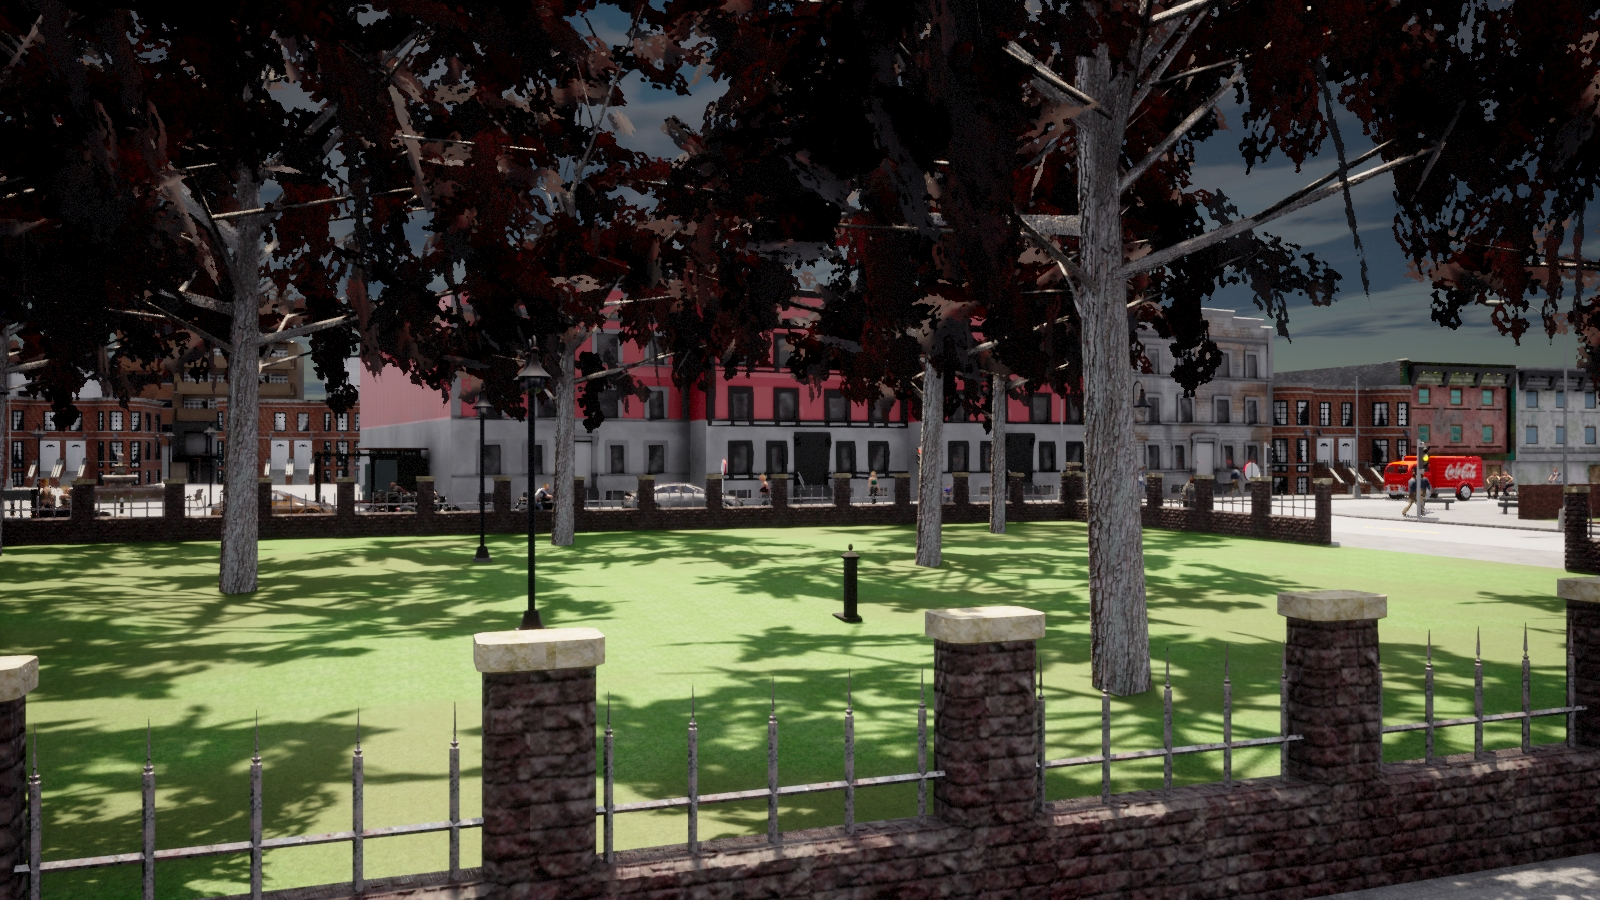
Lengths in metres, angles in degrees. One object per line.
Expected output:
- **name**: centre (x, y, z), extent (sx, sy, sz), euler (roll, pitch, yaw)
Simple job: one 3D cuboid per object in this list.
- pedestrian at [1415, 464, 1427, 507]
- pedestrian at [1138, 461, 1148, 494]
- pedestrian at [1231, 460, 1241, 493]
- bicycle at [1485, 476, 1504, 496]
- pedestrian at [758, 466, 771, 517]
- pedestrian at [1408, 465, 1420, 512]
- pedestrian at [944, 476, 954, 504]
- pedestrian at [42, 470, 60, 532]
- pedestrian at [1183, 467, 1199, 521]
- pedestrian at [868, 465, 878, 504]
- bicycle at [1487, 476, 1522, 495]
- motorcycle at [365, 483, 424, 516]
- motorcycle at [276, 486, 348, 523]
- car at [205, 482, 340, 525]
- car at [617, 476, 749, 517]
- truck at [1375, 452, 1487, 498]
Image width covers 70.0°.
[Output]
- **pedestrian**: centre (26.618, 1.517, 48.960), extent (0.375, 1.860, 0.375), euler (0, 0, 11)
- **pedestrian**: centre (18.981, 1.524, 63.284), extent (0.375, 1.860, 0.375), euler (0, 0, -16)
- **pedestrian**: centre (24.948, 1.523, 65.319), extent (0.375, 1.860, 0.375), euler (0, 0, -19)
- **bicycle**: centre (39.299, 2.036, 64.656), extent (0.859, 1.080, 1.487), euler (0, 0, 35)
- **pedestrian**: centre (-1.294, 1.525, 41.808), extent (0.375, 1.860, 0.375), euler (0, 0, -19)
- **pedestrian**: centre (24.450, 1.518, 45.510), extent (0.375, 1.860, 0.375), euler (0, 0, 33)
- **pedestrian**: centre (7.100, 1.909, 54.416), extent (0.375, 1.300, 0.375), euler (0, 0, -19)
- **pedestrian**: centre (-22.616, 1.523, 34.496), extent (0.375, 1.860, 0.375), euler (0, 0, -19)
- **pedestrian**: centre (13.540, 1.525, 39.583), extent (0.375, 1.860, 0.375), euler (0, 0, -20)
- **pedestrian**: centre (3.458, 1.628, 54.164), extent (0.375, 1.860, 0.375), euler (0, 0, -26)
- **bicycle**: centre (40.458, 2.036, 65.608), extent (1.487, 1.080, 0.859), euler (0, 0, 1)
- **motorcycle**: centre (-16.304, 1.985, 45.973), extent (2.209, 1.251, 0.867), euler (0, 0, -19)
- **motorcycle**: centre (-17.611, 1.950, 41.298), extent (2.356, 1.277, 0.764), euler (0, 0, -19)
- **car**: centre (-18.776, 1.899, 40.895), extent (4.181, 1.385, 1.994), euler (0, 0, -18)
- **car**: centre (-4.677, 1.827, 45.707), extent (4.902, 1.511, 2.128), euler (0, 0, -19)
- **truck**: centre (35.004, 1.348, 63.458), extent (5.204, 2.467, 2.627), euler (0, 0, -19)
